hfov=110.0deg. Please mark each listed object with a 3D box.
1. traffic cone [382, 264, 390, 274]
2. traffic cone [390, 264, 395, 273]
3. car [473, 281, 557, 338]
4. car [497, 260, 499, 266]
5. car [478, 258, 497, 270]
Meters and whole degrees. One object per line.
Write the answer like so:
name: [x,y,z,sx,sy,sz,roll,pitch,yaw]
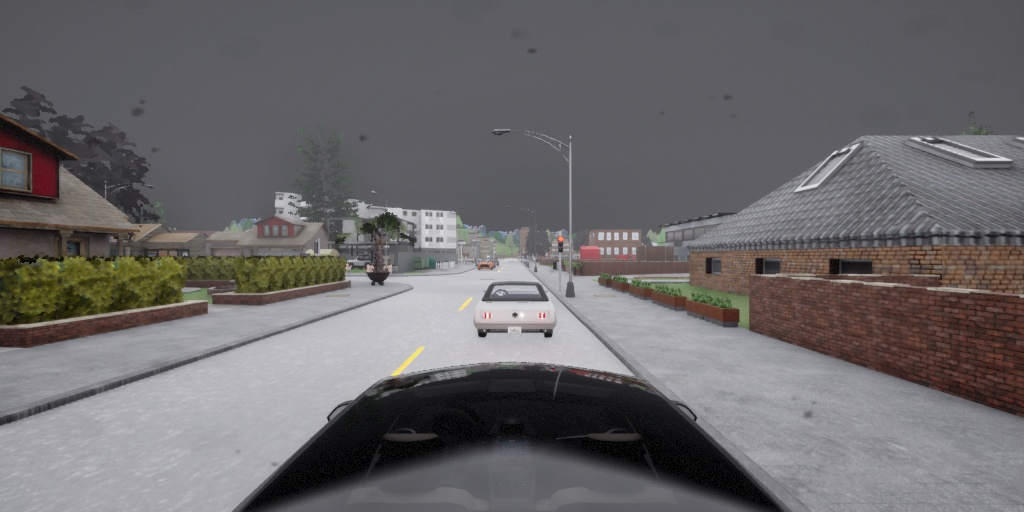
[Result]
traffic cone: [-15.498,1.561,44.133,0.344,0.586,0.344,0,0,0]
traffic cone: [-15.133,1.558,44.700,0.344,0.586,0.344,0,0,0]
car: [0.102,1.351,10.173,1.895,1.301,4.718,0,0,1]
car: [-3.715,1.255,61.662,1.837,1.490,4.892,0,0,1]
car: [-3.792,1.102,52.281,2.097,1.767,4.553,0,0,0]
